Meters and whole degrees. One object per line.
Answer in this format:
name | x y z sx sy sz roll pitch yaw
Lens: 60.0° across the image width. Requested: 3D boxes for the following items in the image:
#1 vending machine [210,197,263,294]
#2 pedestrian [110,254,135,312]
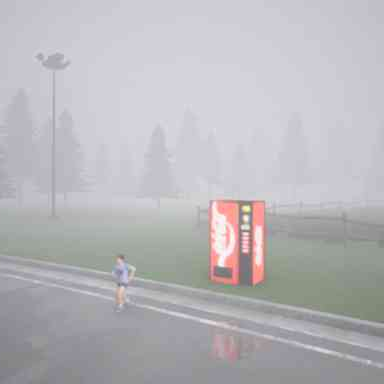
vending machine | 1.081 1.184 7.969 0.880 2.100 1.100 0 0 32
pedestrian | -1.290 1.660 6.243 0.500 1.100 0.500 0 0 32
